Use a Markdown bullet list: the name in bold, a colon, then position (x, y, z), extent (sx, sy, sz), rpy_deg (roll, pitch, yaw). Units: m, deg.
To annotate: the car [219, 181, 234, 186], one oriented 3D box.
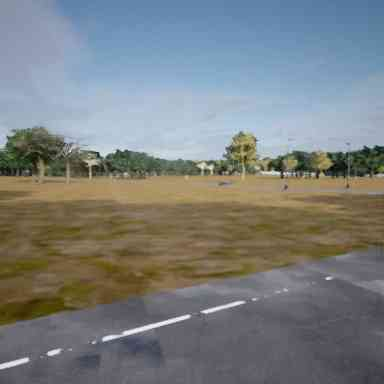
- **car**: position (9.614, -2.370, 93.597), extent (2.033, 1.411, 5.357), rpy_deg (-1, 3, -28)
